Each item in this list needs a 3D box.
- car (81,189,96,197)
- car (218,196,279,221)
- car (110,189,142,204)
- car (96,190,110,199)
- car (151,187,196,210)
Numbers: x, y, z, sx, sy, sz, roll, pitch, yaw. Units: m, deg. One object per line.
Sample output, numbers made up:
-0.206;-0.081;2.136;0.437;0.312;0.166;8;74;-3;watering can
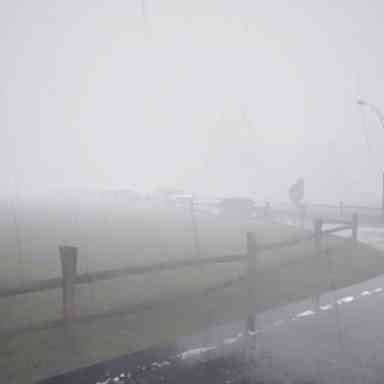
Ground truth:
-19.155;0.132;61.828;2.128;1.511;4.902;1;1;-35;car
3.937;1.097;23.775;1.882;1.535;5.008;1;1;-35;car
-7.811;0.498;40.551;2.097;1.767;4.553;1;1;-35;car
-13.139;0.353;53.259;1.882;1.535;5.008;1;1;-35;car
-1.885;0.605;32.087;2.150;2.045;5.566;1;1;-35;car
